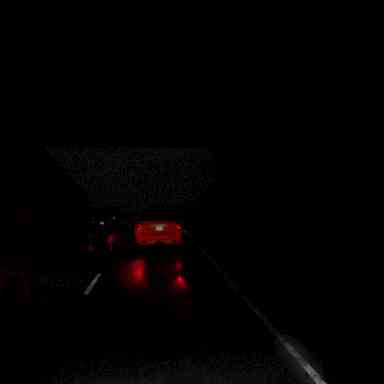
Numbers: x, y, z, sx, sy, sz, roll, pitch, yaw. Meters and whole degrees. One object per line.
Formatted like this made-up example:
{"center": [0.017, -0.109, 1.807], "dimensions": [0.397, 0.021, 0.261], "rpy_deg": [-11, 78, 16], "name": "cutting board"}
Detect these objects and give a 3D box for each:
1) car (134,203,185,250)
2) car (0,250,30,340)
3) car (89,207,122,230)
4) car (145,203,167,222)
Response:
{"center": [-1.549, 1.514, 15.515], "dimensions": [2.097, 1.767, 4.553], "rpy_deg": [0, -1, -6], "name": "car"}
{"center": [-3.769, 1.284, 3.504], "dimensions": [2.150, 2.045, 5.566], "rpy_deg": [0, -1, -4], "name": "car"}
{"center": [-5.943, 1.793, 23.197], "dimensions": [1.812, 1.442, 4.674], "rpy_deg": [0, -1, -7], "name": "car"}
{"center": [-3.349, 1.803, 31.075], "dimensions": [1.882, 1.535, 5.008], "rpy_deg": [0, -1, -7], "name": "car"}
